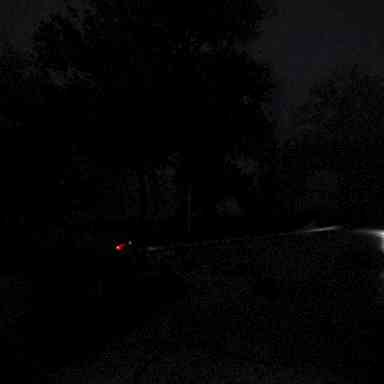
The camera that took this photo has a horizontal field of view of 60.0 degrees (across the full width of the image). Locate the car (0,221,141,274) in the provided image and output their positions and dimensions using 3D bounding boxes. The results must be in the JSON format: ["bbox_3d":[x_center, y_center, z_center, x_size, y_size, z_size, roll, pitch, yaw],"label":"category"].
[{"bbox_3d":[-4.350,1.624,10.370,5.357,1.411,2.033,-1,0,8],"label":"car"}]
